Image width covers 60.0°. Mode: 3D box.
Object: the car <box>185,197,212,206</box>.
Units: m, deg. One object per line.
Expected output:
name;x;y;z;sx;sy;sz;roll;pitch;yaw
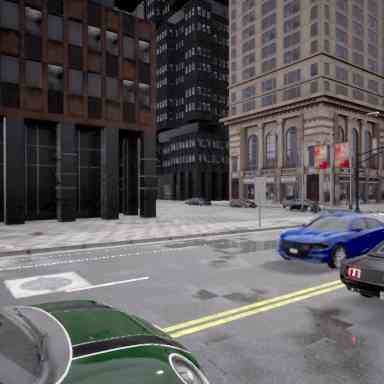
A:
car;0.986;1.598;54.809;2.033;1.411;5.357;0;0;-36

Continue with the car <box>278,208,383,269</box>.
car;5.036;1.477;11.273;5.008;1.535;1.882;0;0;-36

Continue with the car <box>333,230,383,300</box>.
car;5.347;1.601;7.255;4.718;1.301;1.895;0;0;-35

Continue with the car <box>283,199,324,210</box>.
car;12.717;1.518;38.213;2.128;1.511;4.902;0;0;-35

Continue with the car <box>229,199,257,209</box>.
car;7.050;1.601;46.215;1.994;1.385;4.181;0;0;-36

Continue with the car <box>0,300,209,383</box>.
car;-1.997;1.352;2.014;4.553;1.767;2.097;0;0;-35
